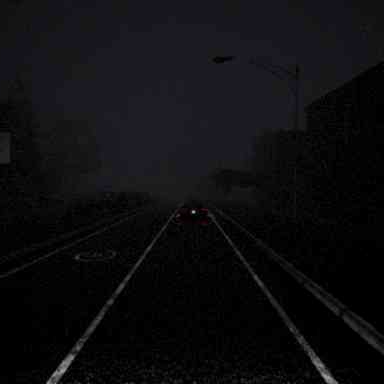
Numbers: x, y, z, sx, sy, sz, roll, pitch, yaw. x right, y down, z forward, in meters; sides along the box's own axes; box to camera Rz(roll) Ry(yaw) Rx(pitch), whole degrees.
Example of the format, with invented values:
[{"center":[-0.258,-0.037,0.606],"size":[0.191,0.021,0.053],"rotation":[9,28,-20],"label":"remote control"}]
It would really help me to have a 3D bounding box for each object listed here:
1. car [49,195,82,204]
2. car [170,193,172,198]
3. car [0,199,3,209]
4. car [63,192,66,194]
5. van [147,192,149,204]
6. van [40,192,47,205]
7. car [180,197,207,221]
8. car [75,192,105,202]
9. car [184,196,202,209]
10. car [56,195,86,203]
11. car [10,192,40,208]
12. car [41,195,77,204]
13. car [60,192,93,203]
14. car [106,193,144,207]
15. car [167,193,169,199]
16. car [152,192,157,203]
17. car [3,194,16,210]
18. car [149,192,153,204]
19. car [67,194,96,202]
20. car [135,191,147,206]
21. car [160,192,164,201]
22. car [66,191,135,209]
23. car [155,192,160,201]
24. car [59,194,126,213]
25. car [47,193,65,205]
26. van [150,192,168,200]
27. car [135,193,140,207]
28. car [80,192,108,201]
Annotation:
[{"center":[-21.896,1.242,57.724],"size":[4.792,1.488,2.163],"rotation":[0,0,0],"label":"car"},{"center":[-8.855,1.224,94.312],"size":[4.553,1.767,2.185],"rotation":[0,0,0],"label":"car"},{"center":[-21.923,1.207,32.660],"size":[5.008,1.535,2.097],"rotation":[0,0,0],"label":"car"},{"center":[-21.734,1.202,52.153],"size":[5.366,1.575,1.946],"rotation":[0,0,0],"label":"car"},{"center":[-8.720,0.972,46.659],"size":[4.442,1.987,1.878],"rotation":[0,0,0],"label":"van"},{"center":[-22.031,0.968,43.795],"size":[4.442,1.987,1.878],"rotation":[0,0,0],"label":"van"},{"center":[0.106,1.345,25.115],"size":[1.994,1.385,4.181],"rotation":[0,1,0],"label":"car"},{"center":[-21.912,0.997,71.648],"size":[5.566,2.045,2.435],"rotation":[0,0,0],"label":"car"},{"center":[0.110,1.274,41.729],"size":[2.033,1.411,5.357],"rotation":[0,0,0],"label":"car"},{"center":[-21.957,1.246,60.509],"size":[4.792,1.488,2.163],"rotation":[0,0,0],"label":"car"},{"center":[-21.883,1.068,41.015],"size":[4.553,1.767,2.185],"rotation":[0,0,0],"label":"car"},{"center":[-21.917,1.209,54.939],"size":[5.008,1.535,2.097],"rotation":[0,0,0],"label":"car"},{"center":[-21.903,0.970,63.292],"size":[5.566,2.045,2.435],"rotation":[0,0,0],"label":"car"},{"center":[-8.803,1.068,43.854],"size":[4.553,1.767,2.185],"rotation":[0,0,0],"label":"car"},{"center":[-8.845,1.329,83.098],"size":[4.792,1.488,2.163],"rotation":[0,0,0],"label":"car"},{"center":[-8.837,1.208,55.069],"size":[5.008,1.535,2.097],"rotation":[0,0,0],"label":"car"},{"center":[-21.919,1.240,35.447],"size":[4.674,1.452,2.002],"rotation":[0,0,0],"label":"car"},{"center":[-8.832,1.202,49.463],"size":[4.892,1.521,2.231],"rotation":[0,0,0],"label":"car"},{"center":[-21.929,1.229,66.079],"size":[5.008,1.535,2.097],"rotation":[0,0,0],"label":"car"},{"center":[-8.863,0.942,41.054],"size":[5.566,2.045,2.435],"rotation":[0,0,0],"label":"car"},{"center":[-8.853,1.237,69.085],"size":[5.008,1.535,2.097],"rotation":[0,0,0],"label":"car"},{"center":[-8.867,0.956,32.643],"size":[5.566,2.045,2.435],"rotation":[0,0,0],"label":"car"},{"center":[-8.874,0.960,57.873],"size":[5.566,2.045,2.435],"rotation":[0,0,0],"label":"car"},{"center":[-8.835,1.220,29.843],"size":[4.892,1.521,2.231],"rotation":[0,0,0],"label":"car"},{"center":[-21.915,1.241,49.367],"size":[4.674,1.452,2.002],"rotation":[0,0,0],"label":"car"},{"center":[-8.763,1.099,88.706],"size":[4.442,1.987,1.878],"rotation":[0,0,0],"label":"van"},{"center":[-8.841,1.195,38.248],"size":[4.892,1.521,2.231],"rotation":[0,0,0],"label":"car"},{"center":[-21.915,1.009,74.310],"size":[5.566,2.045,2.435],"rotation":[0,0,0],"label":"car"}]
